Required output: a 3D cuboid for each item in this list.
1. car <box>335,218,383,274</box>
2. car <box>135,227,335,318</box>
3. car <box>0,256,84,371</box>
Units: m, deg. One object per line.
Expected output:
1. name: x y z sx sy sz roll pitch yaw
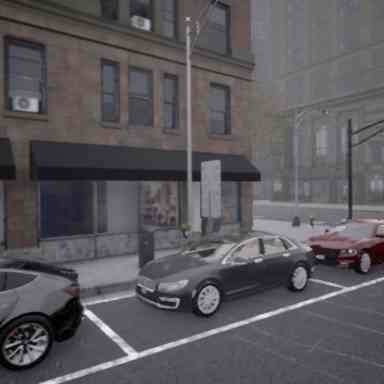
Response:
1. car: 5.392 1.551 10.509 4.507 1.381 1.887 0 -1 -35
2. car: 0.910 1.554 7.311 4.403 1.369 2.008 0 -1 -35
3. car: -3.571 1.566 4.114 4.313 1.339 1.947 0 -1 -35
